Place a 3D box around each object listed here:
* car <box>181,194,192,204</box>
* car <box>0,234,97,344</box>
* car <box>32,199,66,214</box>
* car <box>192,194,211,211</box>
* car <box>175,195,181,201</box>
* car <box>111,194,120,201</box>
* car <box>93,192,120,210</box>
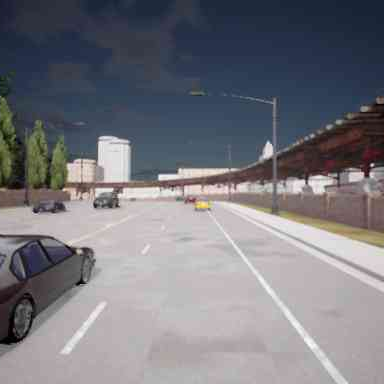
[{"bbox_3d":[-0.293,1.136,58.405,2.097,1.767,4.553,0,0,-5],"label":"car"},{"bbox_3d":[-3.406,1.523,6.276,2.033,1.411,5.357,0,0,0],"label":"car"},{"bbox_3d":[-14.111,1.437,33.071,1.994,1.385,4.181,0,0,0],"label":"car"},{"bbox_3d":[1.199,1.307,38.628,1.801,1.575,5.366,0,0,0],"label":"car"},{"bbox_3d":[-2.485,1.327,74.032,1.994,1.385,4.181,0,-1,-13],"label":"car"},{"bbox_3d":[-17.003,1.234,74.405,1.882,1.535,5.008,0,-1,-13],"label":"car"},{"bbox_3d":[-10.614,1.062,41.521,2.150,2.045,5.566,0,0,0],"label":"car"}]
